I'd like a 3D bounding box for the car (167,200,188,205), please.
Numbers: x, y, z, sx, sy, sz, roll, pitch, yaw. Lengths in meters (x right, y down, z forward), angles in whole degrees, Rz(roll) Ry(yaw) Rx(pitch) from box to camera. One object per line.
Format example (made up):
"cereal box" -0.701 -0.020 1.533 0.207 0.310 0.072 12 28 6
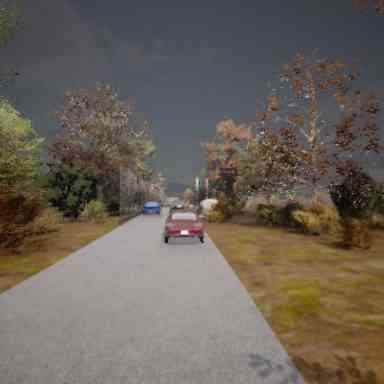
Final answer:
"car" -1.496 1.679 38.720 2.097 1.767 4.553 0 -1 -3

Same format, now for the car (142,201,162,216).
"car" -4.323 1.764 36.246 1.882 1.535 5.008 0 -1 -3

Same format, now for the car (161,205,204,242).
"car" -0.414 1.588 16.595 1.812 1.442 4.674 0 0 -3

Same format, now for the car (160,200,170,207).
"car" -6.197 2.697 77.655 2.128 1.511 4.902 0 -2 -3
